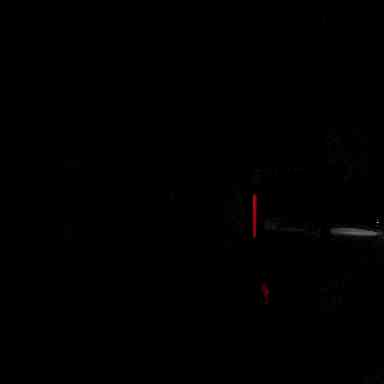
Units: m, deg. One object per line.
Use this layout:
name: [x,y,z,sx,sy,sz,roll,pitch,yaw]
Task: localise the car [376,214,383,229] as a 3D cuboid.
car: [12.796,1.484,18.109,4.892,1.490,1.837,0,4,15]
